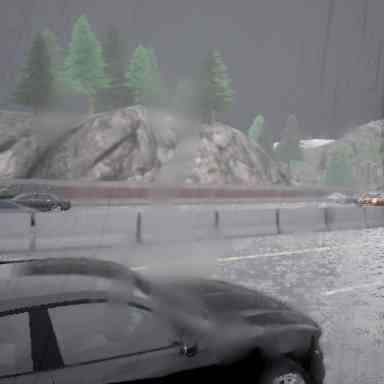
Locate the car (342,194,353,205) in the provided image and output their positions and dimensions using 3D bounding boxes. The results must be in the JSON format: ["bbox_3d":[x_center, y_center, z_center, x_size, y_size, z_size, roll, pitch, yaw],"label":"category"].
[{"bbox_3d":[22.985,0.980,45.648,5.008,1.535,1.882,0,2,-43],"label":"car"}]

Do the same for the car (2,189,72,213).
[{"bbox_3d":[-10.531,0.745,21.960,4.892,1.490,1.837,1,2,-27],"label":"car"}]

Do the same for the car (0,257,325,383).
[{"bbox_3d":[-1.049,1.374,2.940,5.008,1.535,1.882,1,2,-27],"label":"car"}]

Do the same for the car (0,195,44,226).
[{"bbox_3d":[-9.081,0.998,14.889,4.181,1.385,1.994,1,1,-26],"label":"car"}]

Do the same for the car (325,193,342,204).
[{"bbox_3d":[21.223,0.915,48.798,4.674,1.442,1.812,0,2,-44],"label":"car"}]

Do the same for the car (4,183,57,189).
[{"bbox_3d":[-12.765,0.346,24.703,5.566,2.045,2.150,1,2,-26],"label":"car"}]

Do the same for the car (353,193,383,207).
[{"bbox_3d":[21.555,0.958,39.581,4.553,1.767,2.097,0,2,-42],"label":"car"}]

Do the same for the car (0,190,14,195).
[{"bbox_3d":[-12.281,0.783,17.219,5.008,1.535,1.882,1,2,-25],"label":"car"}]
